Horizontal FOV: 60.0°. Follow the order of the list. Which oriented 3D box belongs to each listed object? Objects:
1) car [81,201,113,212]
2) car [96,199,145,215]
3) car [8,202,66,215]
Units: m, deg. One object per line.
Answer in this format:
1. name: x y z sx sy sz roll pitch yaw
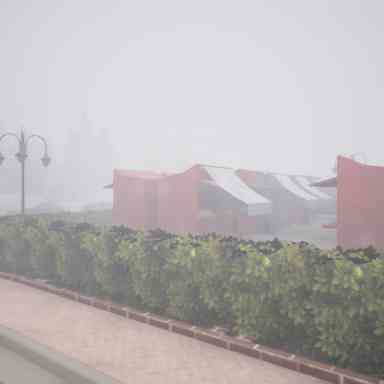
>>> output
1. car: -7.387 1.560 29.361 1.837 1.490 4.892 0 0 36
2. car: -7.538 1.547 35.453 2.128 1.511 4.902 0 0 36
3. car: -12.935 1.581 27.983 1.812 1.442 4.674 0 0 35
